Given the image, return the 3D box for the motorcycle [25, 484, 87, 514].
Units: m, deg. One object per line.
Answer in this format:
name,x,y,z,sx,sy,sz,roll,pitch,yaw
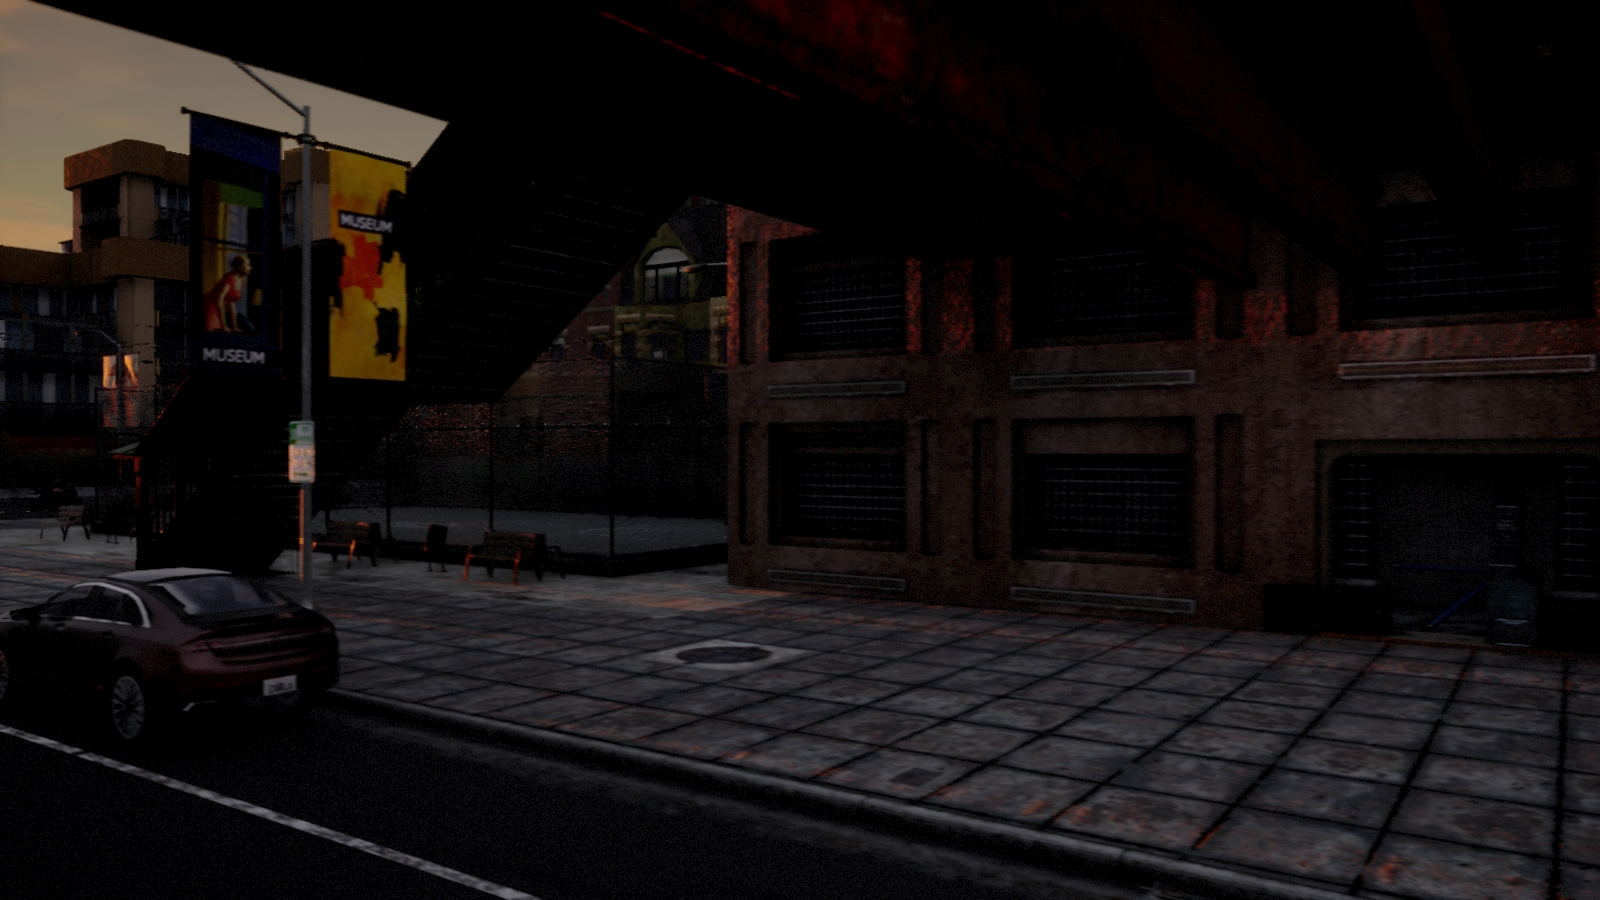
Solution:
motorcycle,-33.734,2.207,51.831,0.867,1.251,2.209,0,0,34
